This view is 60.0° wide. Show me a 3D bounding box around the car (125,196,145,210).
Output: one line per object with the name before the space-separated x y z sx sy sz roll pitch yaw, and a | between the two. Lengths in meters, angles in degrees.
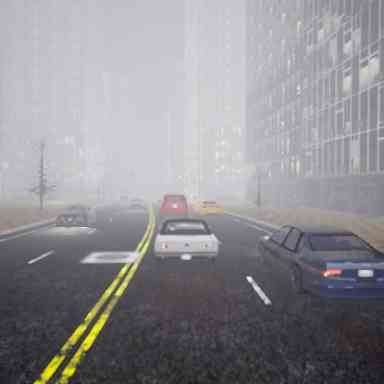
car | -6.761 1.451 40.997 2.033 1.411 5.357 0 0 -8

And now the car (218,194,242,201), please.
car | 8.188 1.323 76.736 5.009 1.841 2.192 0 1 -7

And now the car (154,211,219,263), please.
car | -0.256 1.577 11.785 1.895 1.301 4.718 0 0 -3

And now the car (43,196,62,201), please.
car | -30.467 1.247 72.112 4.313 1.339 1.947 0 1 -6

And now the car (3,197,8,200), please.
car | -41.772 1.148 70.912 4.313 1.339 1.947 0 1 -6

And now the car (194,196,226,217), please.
car | 1.379 1.409 30.096 1.882 1.535 5.008 0 0 -7

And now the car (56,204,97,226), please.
car | -7.757 1.513 22.669 1.994 1.385 4.181 0 0 -6

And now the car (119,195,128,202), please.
car | -13.232 1.185 65.623 1.994 1.385 4.181 0 0 -8

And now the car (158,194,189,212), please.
car | -1.553 1.159 27.341 2.150 2.045 5.566 0 0 -6

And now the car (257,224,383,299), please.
car | 3.119 1.535 8.631 2.033 1.411 5.357 0 0 -2

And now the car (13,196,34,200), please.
car | -36.119 1.214 71.492 4.206 1.307 1.802 0 1 -6

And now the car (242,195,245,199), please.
car | 12.651 1.421 85.692 4.829 1.417 1.752 0 1 -7
